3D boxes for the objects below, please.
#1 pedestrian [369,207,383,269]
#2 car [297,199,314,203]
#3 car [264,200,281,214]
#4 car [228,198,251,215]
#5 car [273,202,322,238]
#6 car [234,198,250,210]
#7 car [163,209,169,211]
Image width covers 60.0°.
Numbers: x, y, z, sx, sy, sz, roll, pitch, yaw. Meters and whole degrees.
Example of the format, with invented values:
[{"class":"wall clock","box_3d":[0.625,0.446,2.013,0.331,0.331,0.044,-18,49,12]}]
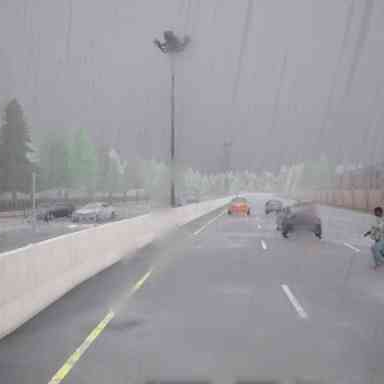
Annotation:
[{"class":"pedestrian","box_3d":[5.327,1.294,9.354,0.375,1.860,0.375,0,0,7]},{"class":"car","box_3d":[12.546,1.504,37.112,1.837,1.490,4.892,0,0,10]},{"class":"car","box_3d":[8.518,1.547,34.441,2.033,1.411,5.357,0,0,10]},{"class":"car","box_3d":[4.914,1.352,34.211,2.097,1.767,4.553,0,0,10]},{"class":"car","box_3d":[5.639,1.504,17.873,1.837,1.490,4.892,0,0,9]},{"class":"car","box_3d":[6.633,1.564,44.085,1.994,1.385,4.181,0,0,10]},{"class":"car","box_3d":[-2.359,1.601,34.378,1.895,1.301,4.718,0,0,10]}]
